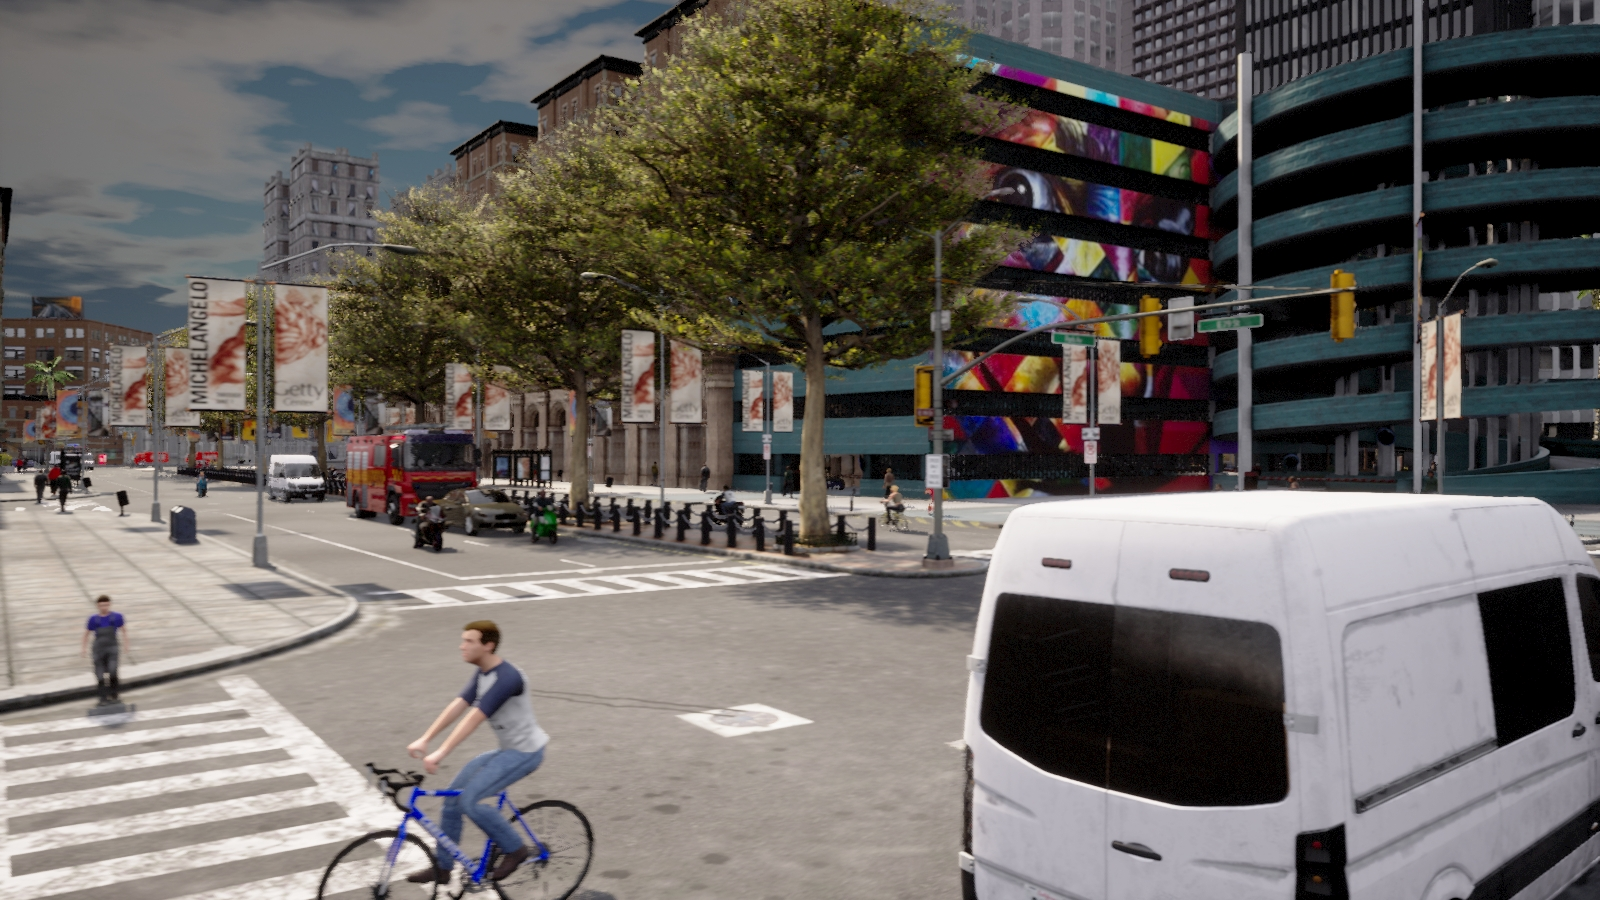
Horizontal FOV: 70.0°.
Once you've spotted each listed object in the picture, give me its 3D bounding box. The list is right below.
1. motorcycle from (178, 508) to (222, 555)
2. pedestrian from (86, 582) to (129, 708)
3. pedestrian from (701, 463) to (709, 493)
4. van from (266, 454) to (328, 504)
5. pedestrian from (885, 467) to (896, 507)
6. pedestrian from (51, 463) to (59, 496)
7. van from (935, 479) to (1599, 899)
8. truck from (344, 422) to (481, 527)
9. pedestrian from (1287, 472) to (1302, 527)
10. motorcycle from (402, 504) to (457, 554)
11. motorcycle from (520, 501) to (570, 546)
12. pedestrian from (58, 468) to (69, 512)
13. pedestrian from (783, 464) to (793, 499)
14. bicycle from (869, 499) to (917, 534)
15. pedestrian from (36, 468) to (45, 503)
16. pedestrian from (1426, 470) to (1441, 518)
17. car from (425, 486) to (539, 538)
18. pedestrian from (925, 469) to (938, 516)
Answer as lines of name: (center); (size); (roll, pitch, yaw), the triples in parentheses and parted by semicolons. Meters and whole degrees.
motorcycle: (-16.460, 2.214, 31.331); (0.803, 1.145, 2.033); (0, 0, -35)
pedestrian: (-7.605, 2.129, 12.552); (0.375, 1.300, 0.375); (0, 0, -27)
pedestrian: (-5.863, 1.705, 70.362); (0.375, 1.860, 0.375); (0, 0, -31)
van: (-27.630, 1.538, 62.683); (1.988, 2.561, 5.915); (0, 0, -35)
pedestrian: (4.214, 1.705, 53.405); (0.375, 1.860, 0.375); (0, 0, -28)
pedestrian: (-42.552, 1.697, 65.255); (0.375, 1.860, 0.375); (0, 0, -38)
van: (3.568, 1.537, 7.080); (5.915, 2.561, 1.988); (0, 0, -42)
truck: (-15.659, 0.894, 45.727); (2.891, 3.827, 8.468); (0, 0, -35)
pedestrian: (16.996, 1.707, 39.258); (0.375, 1.860, 0.375); (0, 0, -45)
motorcycle: (-10.516, 2.208, 32.404); (0.867, 1.251, 2.209); (0, 0, -35)
motorcycle: (-7.713, 2.185, 34.479); (0.856, 1.236, 1.805); (0, 0, -35)
pedestrian: (-31.166, 1.697, 48.355); (0.375, 1.860, 0.375); (0, 0, -36)
pedestrian: (-0.655, 1.705, 61.972); (0.375, 1.860, 0.375); (0, 0, -32)
bicycle: (3.180, 2.262, 39.066); (0.859, 1.080, 1.487); (0, 0, -36)
pedestrian: (-39.747, 1.849, 59.767); (0.375, 1.860, 0.375); (0, 0, -35)
pedestrian: (24.766, 1.707, 44.634); (0.375, 1.860, 0.375); (0, 0, -31)
car: (-10.920, 2.065, 39.030); (2.231, 1.480, 4.892); (0, 0, -35)
pedestrian: (5.280, 1.704, 45.869); (0.375, 1.860, 0.375); (0, 0, 42)
